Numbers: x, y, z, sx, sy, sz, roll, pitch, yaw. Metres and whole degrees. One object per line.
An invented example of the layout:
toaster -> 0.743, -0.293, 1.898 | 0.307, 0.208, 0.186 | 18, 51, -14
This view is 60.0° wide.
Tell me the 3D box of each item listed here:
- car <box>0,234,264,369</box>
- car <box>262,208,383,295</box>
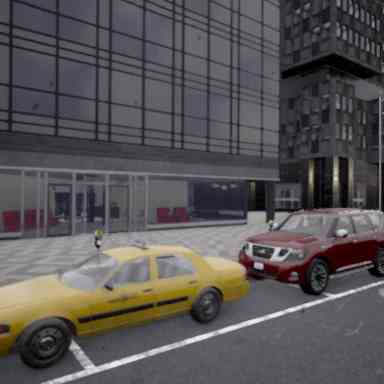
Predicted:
car -> -1.140, 1.548, 5.721 | 4.829, 1.417, 1.752 | 1, 0, -36
car -> 3.588, 1.399, 9.096 | 5.009, 1.841, 2.192 | 1, -1, -36
